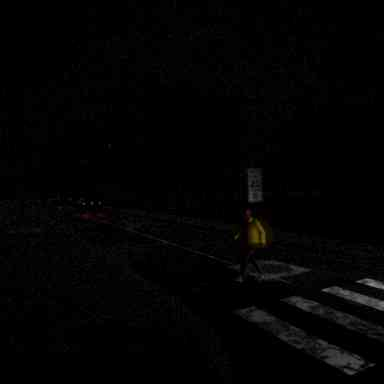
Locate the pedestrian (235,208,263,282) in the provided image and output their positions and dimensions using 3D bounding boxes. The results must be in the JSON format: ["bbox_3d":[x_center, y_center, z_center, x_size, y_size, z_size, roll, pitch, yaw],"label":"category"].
[{"bbox_3d":[1.360,1.232,7.943,0.375,1.860,0.375,-1,1,-29],"label":"pedestrian"}]

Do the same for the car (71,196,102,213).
[{"bbox_3d":[-11.157,1.209,35.595,2.097,1.767,4.553,-2,1,-29],"label":"car"}]

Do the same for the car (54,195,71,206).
[{"bbox_3d":[-20.335,1.246,52.385,2.097,1.767,4.553,-2,1,-29],"label":"car"}]
